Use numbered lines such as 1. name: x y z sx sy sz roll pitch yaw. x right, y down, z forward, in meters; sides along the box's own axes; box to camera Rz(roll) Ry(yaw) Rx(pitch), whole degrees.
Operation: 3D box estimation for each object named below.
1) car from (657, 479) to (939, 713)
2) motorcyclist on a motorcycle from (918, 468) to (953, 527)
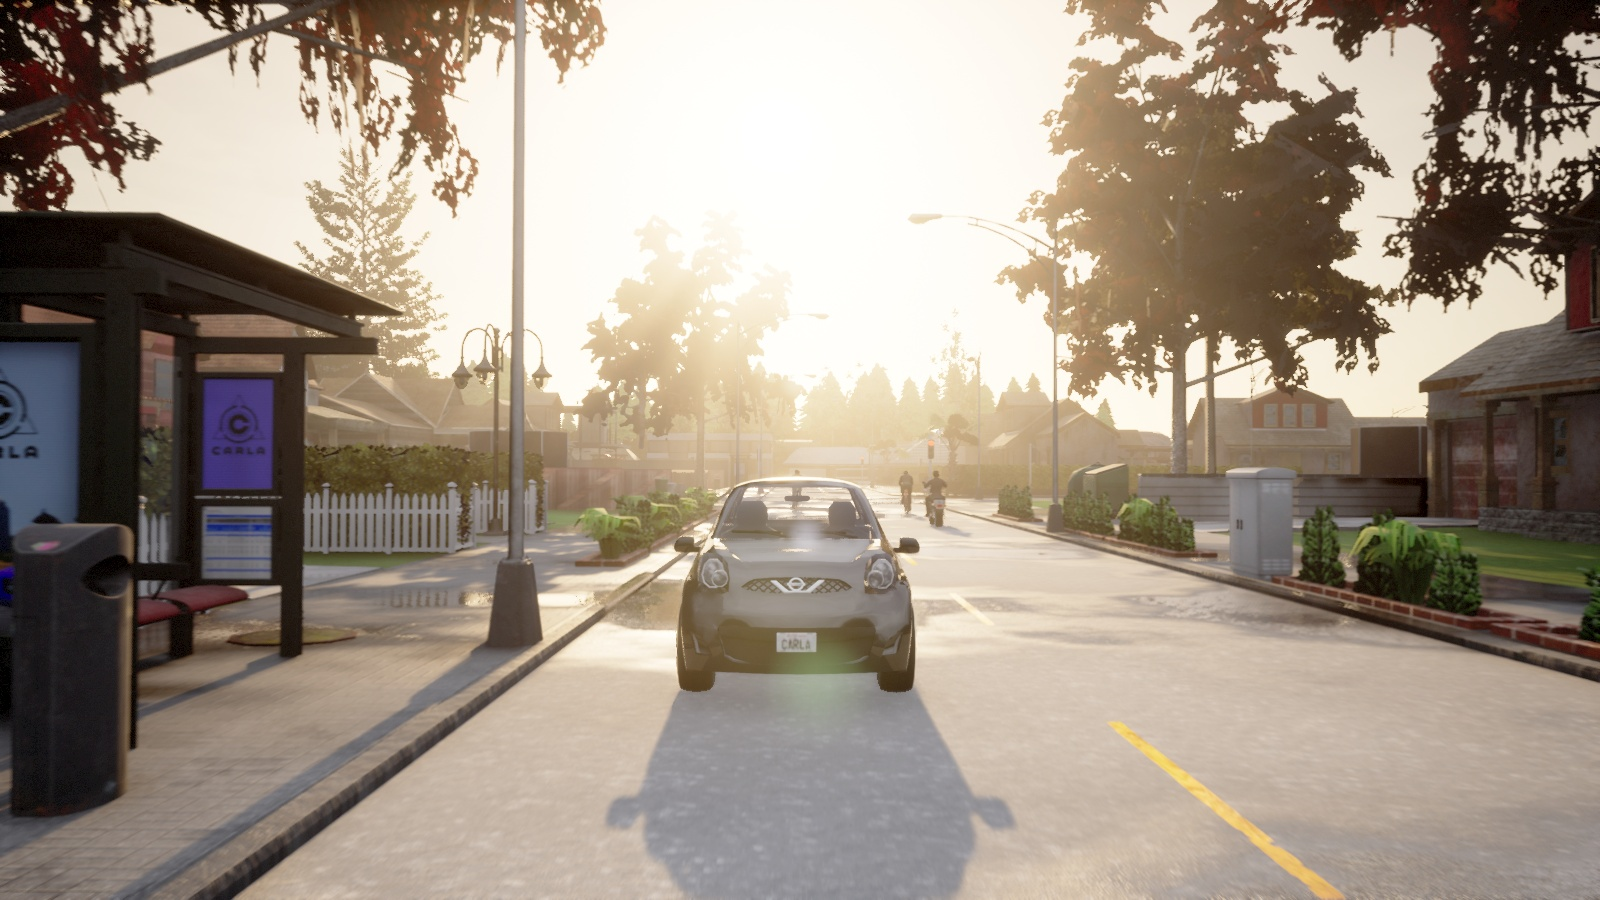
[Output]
1. car: -0.017 0.997 10.052 1.845 1.501 3.633 0 -1 0
2. motorcyclist on a motorcycle: 3.933 1.362 36.566 0.766 1.649 2.350 0 -1 0
